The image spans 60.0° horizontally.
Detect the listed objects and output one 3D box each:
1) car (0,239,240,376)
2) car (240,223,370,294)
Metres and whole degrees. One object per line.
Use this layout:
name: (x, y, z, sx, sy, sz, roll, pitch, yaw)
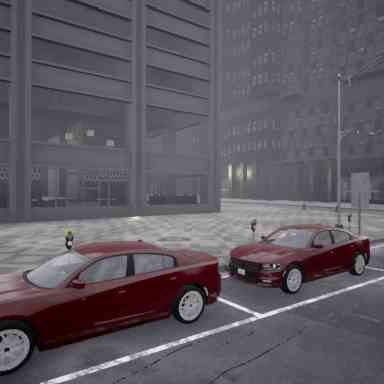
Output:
car: (-1.550, 1.545, 5.565, 4.507, 1.381, 1.887, 0, 0, -36)
car: (2.937, 1.545, 8.789, 4.507, 1.381, 1.887, 0, 0, -36)
